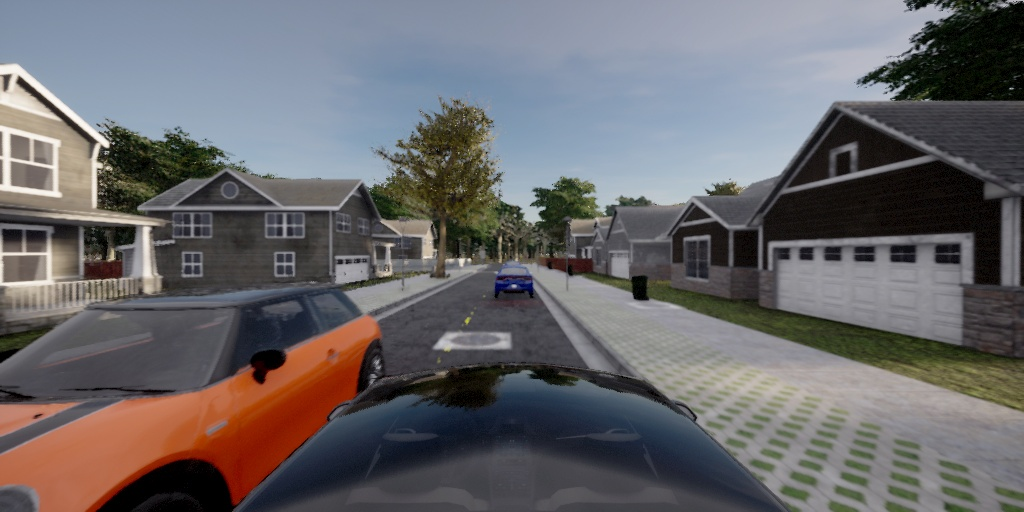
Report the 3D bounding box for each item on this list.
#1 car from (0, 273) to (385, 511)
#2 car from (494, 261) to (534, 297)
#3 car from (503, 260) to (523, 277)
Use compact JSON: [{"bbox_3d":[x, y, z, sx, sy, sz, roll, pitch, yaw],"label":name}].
[{"bbox_3d":[-2.848,1.101,3.190,2.097,1.767,4.553,0,0,0],"label":"car"},{"bbox_3d":[0.099,1.229,18.816,1.882,1.535,5.008,0,0,0],"label":"car"},{"bbox_3d":[0.095,1.240,36.502,1.882,1.535,5.008,0,0,0],"label":"car"}]
